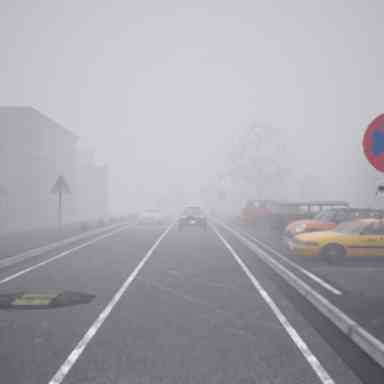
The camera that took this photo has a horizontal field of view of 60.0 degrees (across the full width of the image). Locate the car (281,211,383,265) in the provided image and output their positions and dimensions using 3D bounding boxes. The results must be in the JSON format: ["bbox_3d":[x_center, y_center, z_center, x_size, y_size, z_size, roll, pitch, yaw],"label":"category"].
[{"bbox_3d":[6.109,1.572,11.510,5.366,1.575,1.946,0,-1,0],"label":"car"}]

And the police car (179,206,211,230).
[{"bbox_3d":[0.055,1.888,24.200,2.038,1.542,4.974,0,-2,0],"label":"police car"}]

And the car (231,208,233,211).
[{"bbox_3d":[6.159,1.864,29.608,4.553,1.767,2.185,0,-2,-1],"label":"car"}]

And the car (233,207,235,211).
[{"bbox_3d":[6.168,1.903,26.569,5.008,1.535,2.097,0,-2,-1],"label":"car"}]

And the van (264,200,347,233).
[{"bbox_3d":[6.367,1.454,17.470,4.442,1.987,1.878,0,-1,0],"label":"van"}]

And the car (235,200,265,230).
[{"bbox_3d":[6.227,1.569,23.660,5.566,2.045,2.435,0,-1,-1],"label":"car"}]

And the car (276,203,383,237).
[{"bbox_3d":[6.304,1.495,14.431,4.553,1.767,2.185,0,-1,0],"label":"car"}]

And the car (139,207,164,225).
[{"bbox_3d":[-3.402,2.056,28.622,1.812,1.442,4.674,0,-2,0],"label":"car"}]

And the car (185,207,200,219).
[{"bbox_3d":[0.003,2.643,42.100,1.812,1.442,4.674,0,-3,0],"label":"car"}]
